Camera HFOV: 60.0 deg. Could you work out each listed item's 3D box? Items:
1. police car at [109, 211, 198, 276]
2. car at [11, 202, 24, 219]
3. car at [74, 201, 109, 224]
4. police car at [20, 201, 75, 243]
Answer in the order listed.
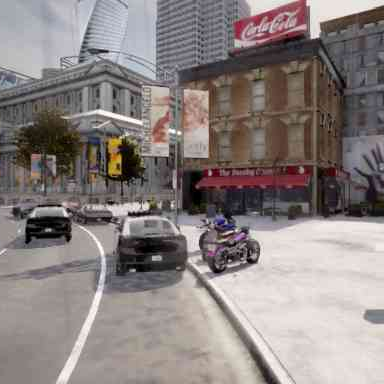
[{"bbox_3d":[-1.526,1.424,10.675,1.930,1.638,5.238,0,0,-15],"label":"police car"},{"bbox_3d":[-14.393,1.535,29.094,2.033,1.411,5.357,0,0,-39],"label":"car"},{"bbox_3d":[-7.348,1.590,24.614,1.895,1.301,4.718,0,0,-28],"label":"car"},{"bbox_3d":[-7.020,1.420,16.430,1.930,1.638,5.238,0,0,-22],"label":"police car"}]
